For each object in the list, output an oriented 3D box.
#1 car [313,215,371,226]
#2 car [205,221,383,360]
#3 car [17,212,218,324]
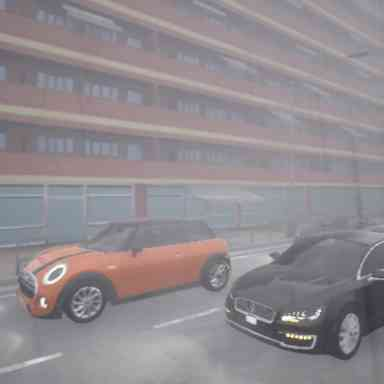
[{"bbox_3d":[5.769,1.596,12.710,4.181,1.385,1.994,0,0,-37],"label":"car"},{"bbox_3d":[2.764,1.522,6.080,4.892,1.490,1.837,0,0,-37],"label":"car"},{"bbox_3d":[-1.298,1.396,7.412,4.553,1.767,2.097,0,0,-37],"label":"car"}]
